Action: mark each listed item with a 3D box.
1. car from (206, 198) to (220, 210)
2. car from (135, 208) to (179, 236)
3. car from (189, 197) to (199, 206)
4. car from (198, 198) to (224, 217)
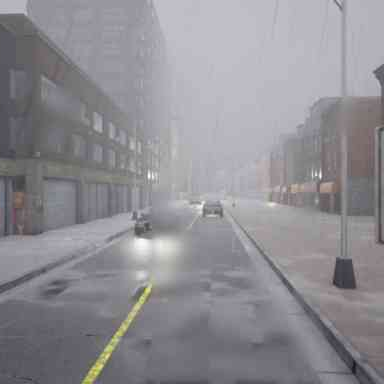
[{"bbox_3d":[2.720,1.543,43.597,1.812,1.442,4.674,0,0,3],"label":"car"},{"bbox_3d":[-1.812,1.567,18.277,1.994,1.385,4.181,0,0,4],"label":"car"},{"bbox_3d":[0.584,1.593,56.582,2.033,1.411,5.357,0,0,4],"label":"car"},{"bbox_3d":[1.954,1.499,31.278,2.128,1.511,4.902,0,0,4],"label":"car"}]
